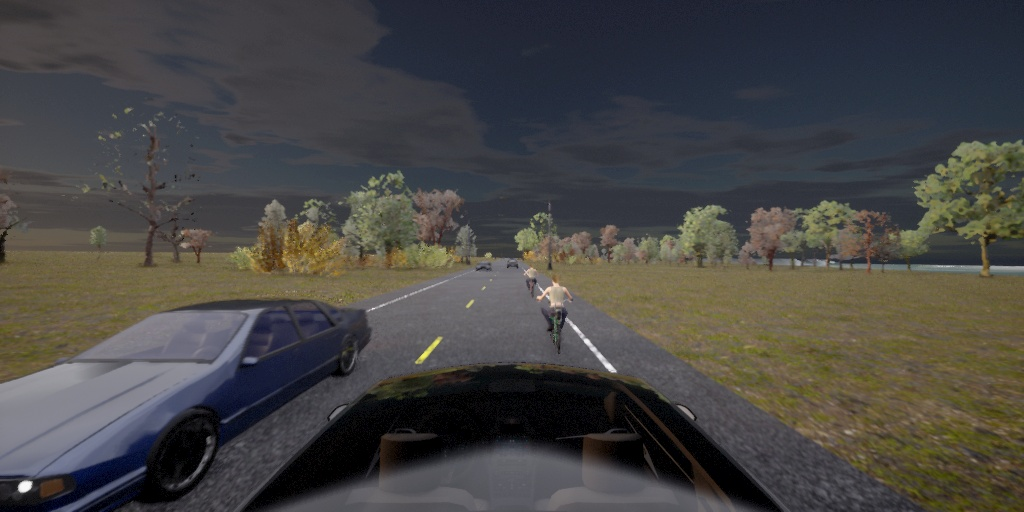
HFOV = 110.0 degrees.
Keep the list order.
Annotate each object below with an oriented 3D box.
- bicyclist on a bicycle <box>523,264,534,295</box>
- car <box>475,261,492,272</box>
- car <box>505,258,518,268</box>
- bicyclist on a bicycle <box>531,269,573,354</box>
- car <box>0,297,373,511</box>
[{"bbox_3d":[0.978,1.189,17.890,0.866,1.612,1.509,0,0,0],"label":"bicyclist on a bicycle"},{"bbox_3d":[-3.597,1.320,46.730,1.994,1.385,4.181,0,0,0],"label":"car"},{"bbox_3d":[0.095,1.282,60.301,1.812,1.442,4.674,0,0,0],"label":"car"},{"bbox_3d":[0.945,1.187,7.800,0.866,1.612,1.509,0,0,0],"label":"bicyclist on a bicycle"},{"bbox_3d":[-3.602,1.298,4.661,2.033,1.411,5.357,0,0,0],"label":"car"}]
